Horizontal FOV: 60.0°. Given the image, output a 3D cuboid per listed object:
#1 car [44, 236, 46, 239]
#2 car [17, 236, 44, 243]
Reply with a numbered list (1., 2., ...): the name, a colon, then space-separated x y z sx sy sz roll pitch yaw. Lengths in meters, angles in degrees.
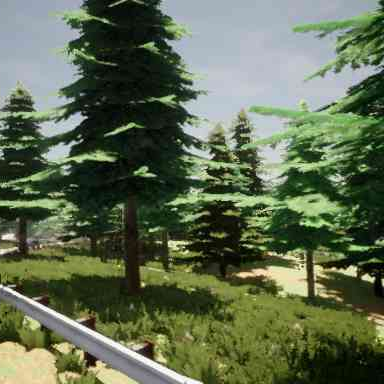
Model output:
1. car: -36.499 12.001 83.963 5.566 2.045 2.150 -9 -5 30
2. car: -22.263 6.894 45.325 2.033 1.411 5.357 -1 -7 -11
